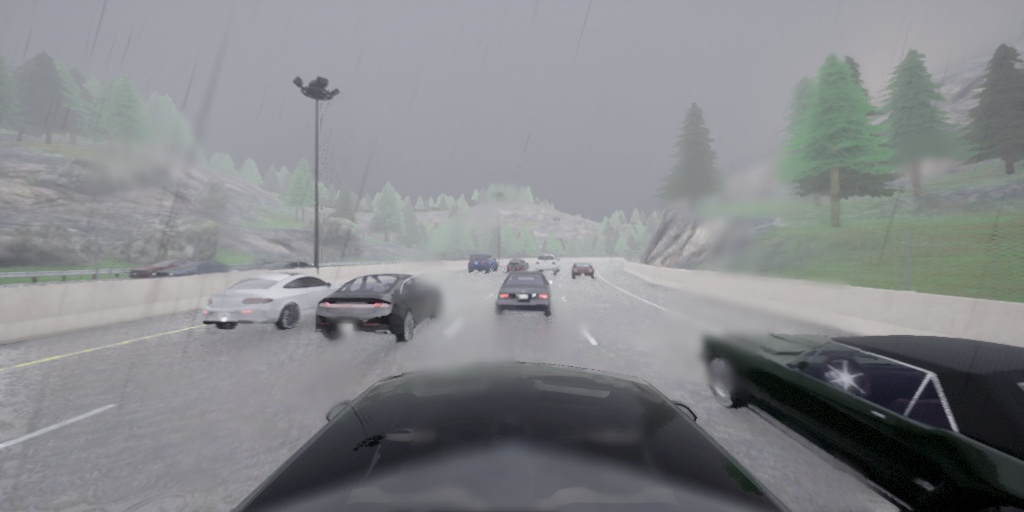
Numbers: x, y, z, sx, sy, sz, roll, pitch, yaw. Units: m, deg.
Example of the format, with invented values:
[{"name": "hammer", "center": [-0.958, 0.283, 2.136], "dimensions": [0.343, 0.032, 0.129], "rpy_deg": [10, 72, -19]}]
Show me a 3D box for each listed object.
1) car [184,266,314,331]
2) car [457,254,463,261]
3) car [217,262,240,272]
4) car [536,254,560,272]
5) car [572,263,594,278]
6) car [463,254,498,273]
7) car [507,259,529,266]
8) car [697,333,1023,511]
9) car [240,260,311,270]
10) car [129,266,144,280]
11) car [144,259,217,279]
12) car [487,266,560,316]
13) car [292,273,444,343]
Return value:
[{"name": "car", "center": [-6.607, 1.210, 10.674], "dimensions": [1.812, 1.442, 4.674], "rpy_deg": [0, 0, 3]}, {"name": "car", "center": [-7.254, 0.713, 64.712], "dimensions": [2.150, 2.045, 5.566], "rpy_deg": [0, 0, 18]}, {"name": "car", "center": [-19.287, 1.051, 27.641], "dimensions": [2.128, 1.511, 4.902], "rpy_deg": [0, 0, 8]}, {"name": "car", "center": [3.895, 0.854, 38.265], "dimensions": [2.150, 2.045, 5.566], "rpy_deg": [0, 0, 12]}, {"name": "car", "center": [6.350, 1.266, 32.335], "dimensions": [1.895, 1.301, 4.718], "rpy_deg": [0, 0, 10]}, {"name": "car", "center": [-3.083, 0.818, 39.082], "dimensions": [2.150, 2.045, 5.566], "rpy_deg": [0, 0, 12]}, {"name": "car", "center": [0.716, 1.116, 40.007], "dimensions": [1.837, 1.490, 4.892], "rpy_deg": [0, 0, 12]}, {"name": "car", "center": [3.646, 1.363, 3.193], "dimensions": [1.895, 1.301, 4.718], "rpy_deg": [0, 0, 1]}, {"name": "car", "center": [-16.058, 1.089, 25.280], "dimensions": [1.837, 1.490, 4.892], "rpy_deg": [0, 0, 7]}, {"name": "car", "center": [-26.324, 1.003, 27.796], "dimensions": [1.882, 1.535, 5.008], "rpy_deg": [0, 0, 8]}, {"name": "car", "center": [-22.997, 1.094, 26.431], "dimensions": [2.033, 1.411, 5.357], "rpy_deg": [0, 0, 7]}, {"name": "car", "center": [0.518, 1.257, 13.256], "dimensions": [2.033, 1.411, 5.357], "rpy_deg": [0, 0, 4]}, {"name": "car", "center": [-3.143, 1.198, 9.509], "dimensions": [2.128, 1.511, 4.902], "rpy_deg": [0, 0, 3]}]
